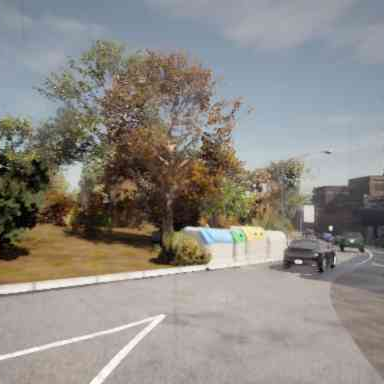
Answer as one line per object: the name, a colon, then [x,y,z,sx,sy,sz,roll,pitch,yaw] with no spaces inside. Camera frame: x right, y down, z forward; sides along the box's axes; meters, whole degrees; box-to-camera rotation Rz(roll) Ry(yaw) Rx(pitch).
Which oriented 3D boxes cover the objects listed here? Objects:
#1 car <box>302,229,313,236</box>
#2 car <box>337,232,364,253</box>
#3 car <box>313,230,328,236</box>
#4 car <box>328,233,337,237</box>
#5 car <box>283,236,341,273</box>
car: [23.024,8.092,65.813,1.837,1.490,4.892,0,-3,2]
car: [16.789,5.219,35.104,2.150,2.045,5.566,0,-6,23]
car: [22.428,7.630,56.013,1.812,1.442,4.674,0,-4,4]
car: [20.479,6.717,45.912,1.837,1.490,4.892,0,-6,14]
car: [6.114,3.178,17.040,1.837,1.490,4.892,-1,-7,33]
